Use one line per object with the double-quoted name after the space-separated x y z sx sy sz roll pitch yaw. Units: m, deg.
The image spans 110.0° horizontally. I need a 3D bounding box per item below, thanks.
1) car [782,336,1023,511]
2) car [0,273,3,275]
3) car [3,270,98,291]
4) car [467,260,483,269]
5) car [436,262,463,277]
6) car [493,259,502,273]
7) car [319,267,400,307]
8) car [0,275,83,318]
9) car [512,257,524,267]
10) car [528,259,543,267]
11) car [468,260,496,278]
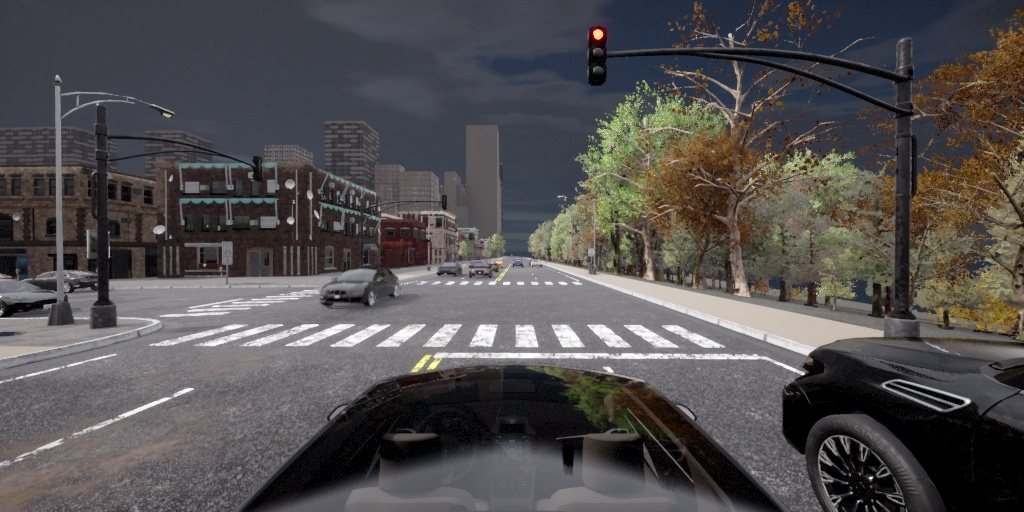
3.321 0.972 0.625 2.150 2.045 5.566 0 0 1 "car"
-33.486 1.654 22.424 4.207 1.307 1.802 0 0 1 "car"
-27.951 1.560 22.324 4.403 1.370 2.007 0 0 1 "car"
-5.690 1.294 55.868 1.994 1.385 4.181 0 0 1 "car"
-6.050 1.287 35.437 2.033 1.411 5.357 0 0 1 "car"
-2.646 1.300 43.751 1.994 1.385 4.181 0 0 2 "car"
-6.382 1.252 15.578 1.837 1.490 4.892 0 0 1 "car"
-19.762 1.565 13.673 4.313 1.339 1.948 0 0 1 "car"
1.026 1.252 63.751 1.812 1.442 4.674 0 0 1 "car"
4.386 1.327 64.080 1.895 1.301 4.718 0 0 1 "car"
-2.828 1.304 33.669 1.994 1.385 4.181 0 0 1 "car"
